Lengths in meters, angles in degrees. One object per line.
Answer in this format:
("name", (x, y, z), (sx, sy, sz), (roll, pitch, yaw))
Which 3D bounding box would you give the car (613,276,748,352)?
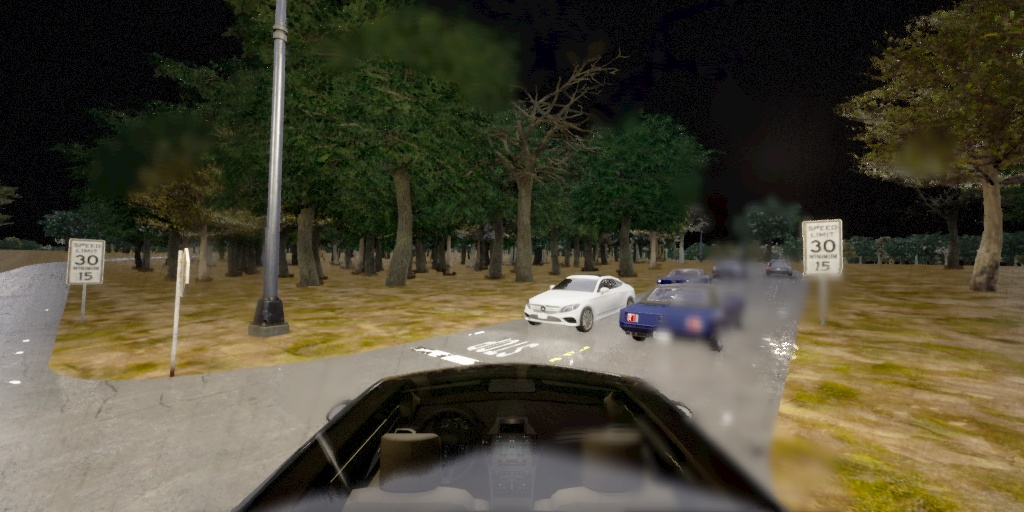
("car", (4.506, 1.348, 8.983), (1.895, 1.301, 4.718), (-1, -1, 40))

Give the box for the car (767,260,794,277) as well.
("car", (25.866, 1.257, 34.586), (1.994, 1.385, 4.181), (-1, 0, 38))

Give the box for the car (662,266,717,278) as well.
("car", (9.594, 1.376, 19.788), (1.895, 1.301, 4.718), (-1, -1, 40))

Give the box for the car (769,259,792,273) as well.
("car", (31.819, 1.153, 42.629), (2.128, 1.511, 4.902), (-1, 0, 36))

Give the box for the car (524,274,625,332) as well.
("car", (2.317, 1.312, 11.216), (1.812, 1.442, 4.674), (-1, -1, 41))

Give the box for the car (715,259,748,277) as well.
("car", (18.647, 1.102, 30.568), (2.097, 1.767, 4.553), (-1, 0, 40))
